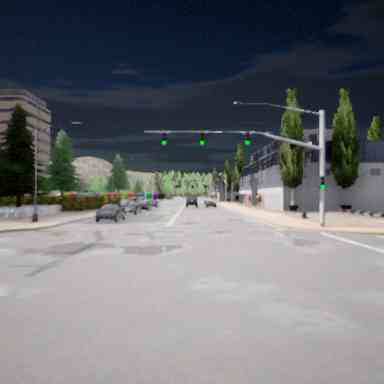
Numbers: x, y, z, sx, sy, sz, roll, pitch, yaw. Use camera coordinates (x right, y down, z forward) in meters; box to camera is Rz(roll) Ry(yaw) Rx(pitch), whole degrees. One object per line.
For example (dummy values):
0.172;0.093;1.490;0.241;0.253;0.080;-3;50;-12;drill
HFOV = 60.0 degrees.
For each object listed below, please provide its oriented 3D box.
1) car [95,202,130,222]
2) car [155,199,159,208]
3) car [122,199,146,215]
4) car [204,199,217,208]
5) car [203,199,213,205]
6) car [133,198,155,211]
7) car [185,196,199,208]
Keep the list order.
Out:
-7.122;1.794;29.538;1.837;1.490;4.892;0;-1;1;car
-7.050;2.088;59.676;1.837;1.490;4.892;0;-1;0;car
-7.097;1.873;38.990;2.128;1.511;4.902;0;-1;0;car
3.489;2.197;61.055;1.895;1.301;4.718;0;-1;0;car
3.487;2.146;71.364;1.895;1.301;4.718;0;-1;0;car
-7.093;2.024;48.852;2.033;1.411;5.357;0;-1;1;car
-0.011;1.814;60.684;2.150;2.045;5.566;0;-1;0;car
